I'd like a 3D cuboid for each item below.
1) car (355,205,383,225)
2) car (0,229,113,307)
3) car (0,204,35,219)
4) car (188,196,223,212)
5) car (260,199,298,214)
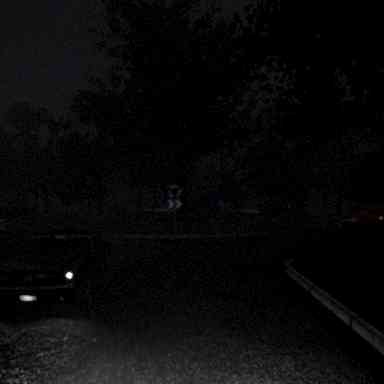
[{"bbox_3d":[14.135,1.711,25.923,1.882,1.535,5.008,1,-1,18],"label":"car"},{"bbox_3d":[-3.245,1.676,8.350,1.895,1.301,4.718,0,-1,-6],"label":"car"},{"bbox_3d":[-17.549,1.837,32.325,2.033,1.411,5.357,0,-1,7],"label":"car"},{"bbox_3d":[1.535,1.635,45.781,5.566,2.045,2.150,0,-1,11],"label":"car"},{"bbox_3d":[10.530,1.716,40.597,2.097,1.767,4.553,0,-1,-41],"label":"car"}]
